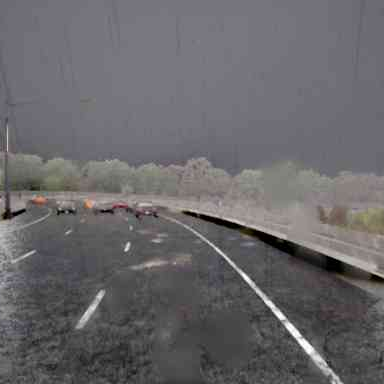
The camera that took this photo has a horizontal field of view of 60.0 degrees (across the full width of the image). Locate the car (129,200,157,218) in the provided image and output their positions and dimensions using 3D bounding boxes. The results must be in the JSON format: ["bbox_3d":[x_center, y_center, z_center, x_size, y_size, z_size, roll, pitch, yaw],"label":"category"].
[{"bbox_3d":[-4.305,1.551,29.946,1.812,1.442,4.674,0,0,-15],"label":"car"}]

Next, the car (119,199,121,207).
[{"bbox_3d":[-10.572,1.617,47.176,1.994,1.385,4.181,0,0,-26],"label":"car"}]

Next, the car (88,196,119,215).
[{"bbox_3d":[-9.255,1.541,34.513,2.128,1.511,4.902,0,0,-21],"label":"car"}]

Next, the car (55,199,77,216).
[{"bbox_3d":[-12.905,1.674,34.333,1.895,1.301,4.718,0,0,-21],"label":"car"}]

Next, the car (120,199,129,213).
[{"bbox_3d":[-5.964,1.574,35.684,2.033,1.411,5.357,0,0,-21],"label":"car"}]

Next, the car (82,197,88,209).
[{"bbox_3d":[-13.822,1.426,45.863,2.097,1.767,4.553,0,0,-26],"label":"car"}]

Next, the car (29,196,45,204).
[{"bbox_3d":[-31.289,1.540,67.182,2.097,1.767,4.553,0,0,-40],"label":"car"}]
